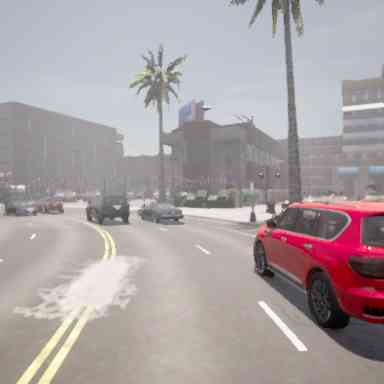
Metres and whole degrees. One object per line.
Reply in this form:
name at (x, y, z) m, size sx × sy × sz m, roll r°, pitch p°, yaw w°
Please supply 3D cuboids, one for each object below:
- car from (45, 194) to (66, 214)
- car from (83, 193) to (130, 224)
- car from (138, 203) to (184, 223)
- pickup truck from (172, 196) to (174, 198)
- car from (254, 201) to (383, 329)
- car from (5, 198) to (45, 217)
car at (-16.061, 1.403, 36.559) m, size 4.553 × 1.767 × 2.097 m, roll 0°, pitch 0°, yaw 42°
car at (-6.420, 1.230, 25.150) m, size 2.150 × 2.045 × 5.566 m, roll 0°, pitch 0°, yaw -30°
car at (-2.522, 1.537, 25.655) m, size 2.033 × 1.411 × 5.357 m, roll 0°, pitch 0°, yaw -28°
pickup truck at (-0.942, 1.043, 54.832) m, size 2.390 × 2.098 × 6.274 m, roll 0°, pitch 0°, yaw 26°
car at (3.010, 1.198, 7.098) m, size 2.150 × 2.045 × 5.566 m, roll 0°, pitch 0°, yaw -5°
car at (-16.684, 1.552, 32.525) m, size 4.902 × 1.511 × 2.128 m, roll 0°, pitch 0°, yaw 44°
